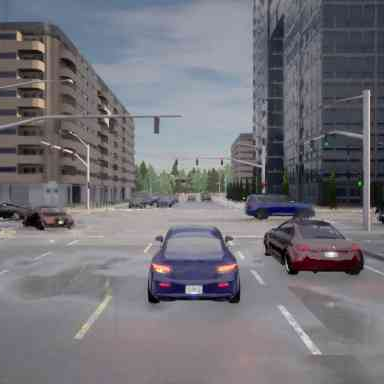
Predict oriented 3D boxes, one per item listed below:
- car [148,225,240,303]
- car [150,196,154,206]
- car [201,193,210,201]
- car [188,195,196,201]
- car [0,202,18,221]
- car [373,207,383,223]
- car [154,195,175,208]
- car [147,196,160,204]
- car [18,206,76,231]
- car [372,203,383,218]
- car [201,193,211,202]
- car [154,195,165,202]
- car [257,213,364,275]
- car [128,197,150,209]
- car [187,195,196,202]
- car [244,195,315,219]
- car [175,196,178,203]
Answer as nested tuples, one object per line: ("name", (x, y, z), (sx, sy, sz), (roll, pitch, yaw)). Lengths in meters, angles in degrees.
("car", (0.048, 1.526, 8.062), (1.812, 1.442, 4.674), (0, 0, 0))
("car", (-7.455, 1.564, 54.906), (1.994, 1.385, 4.181), (0, 0, 2))
("car", (3.468, 1.225, 87.790), (2.150, 2.045, 5.566), (0, 0, 1))
("car", (-0.033, 1.525, 87.763), (2.128, 1.511, 4.902), (0, 0, 1))
("car", (-15.277, 1.559, 27.027), (4.892, 1.490, 1.837), (0, 0, 0))
("car", (15.505, 1.619, 23.472), (4.181, 1.385, 1.994), (0, 0, 0))
("car", (-3.984, 1.352, 48.972), (2.097, 1.767, 4.553), (0, 0, 0))
("car", (-7.343, 1.478, 63.722), (1.882, 1.535, 5.008), (0, 0, 1))
("car", (-8.899, 1.586, 20.672), (1.994, 1.385, 4.181), (1, -1, -44))
("car", (19.462, 1.656, 30.665), (4.718, 1.301, 1.895), (0, 0, 0))
("car", (3.358, 1.355, 77.627), (2.097, 1.767, 4.553), (0, 0, 1))
("car", (-7.182, 1.496, 74.080), (1.837, 1.490, 4.892), (0, 0, 1))
("car", (3.557, 1.564, 10.484), (1.994, 1.385, 4.181), (0, 0, 0))
("car", (-7.495, 1.505, 46.012), (1.837, 1.490, 4.892), (0, 0, 1))
("car", (-0.144, 1.540, 77.420), (2.033, 1.411, 5.357), (0, 0, 1))
("car", (7.012, 1.259, 26.988), (5.566, 2.045, 2.150), (0, 0, 0))
("car", (-3.929, 1.526, 58.460), (1.812, 1.442, 4.674), (0, 0, 1))
